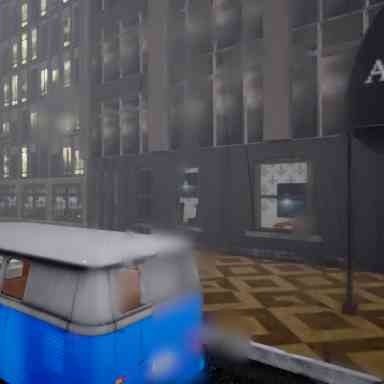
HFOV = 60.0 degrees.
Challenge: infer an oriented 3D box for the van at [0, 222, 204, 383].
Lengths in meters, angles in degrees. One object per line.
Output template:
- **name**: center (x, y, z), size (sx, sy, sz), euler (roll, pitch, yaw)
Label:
- **van**: center (-1.774, 1.341, 4.131), size (3.998, 1.788, 1.690), euler (0, 0, 35)
